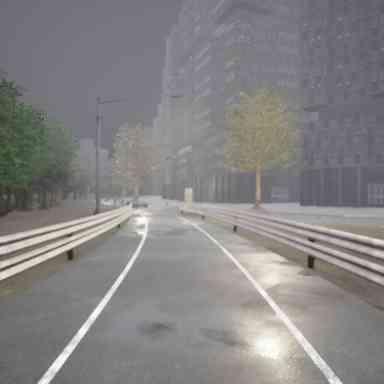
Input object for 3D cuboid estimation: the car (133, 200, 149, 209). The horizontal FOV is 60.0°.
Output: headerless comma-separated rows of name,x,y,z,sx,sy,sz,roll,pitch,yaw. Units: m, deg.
car,-8.515,2.018,54.653,1.895,1.301,4.718,0,-1,-20
